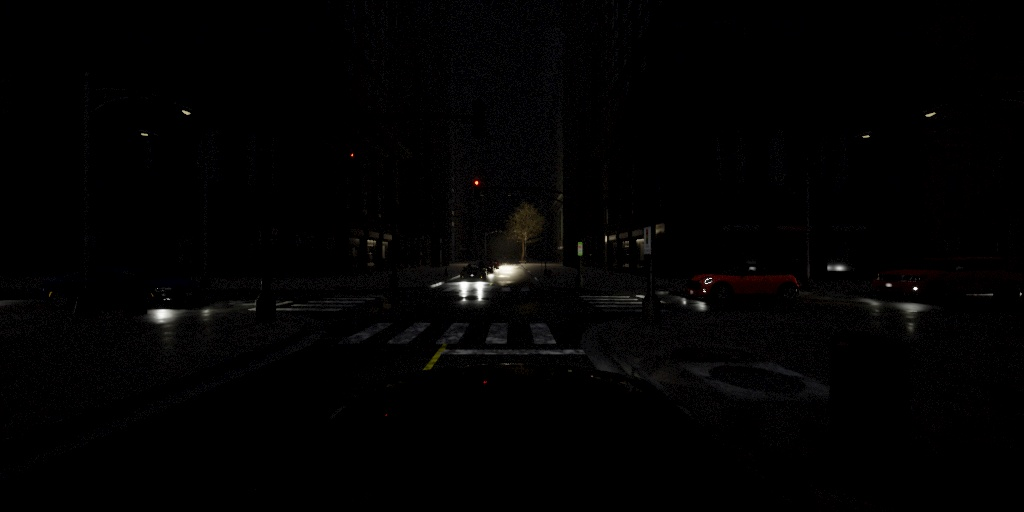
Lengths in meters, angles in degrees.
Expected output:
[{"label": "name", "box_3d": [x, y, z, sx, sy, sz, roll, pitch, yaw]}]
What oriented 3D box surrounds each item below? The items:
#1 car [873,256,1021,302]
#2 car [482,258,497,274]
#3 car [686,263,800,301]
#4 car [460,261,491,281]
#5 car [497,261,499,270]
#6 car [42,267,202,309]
[{"label": "car", "box_3d": [20.690, 1.038, 17.034, 5.566, 2.045, 2.150, 0, 0, 1]}, {"label": "car", "box_3d": [-3.072, 1.234, 41.320, 1.882, 1.535, 5.008, 0, 0, 0]}, {"label": "car", "box_3d": [10.789, 1.138, 17.048, 4.553, 1.767, 2.097, 0, 0, 0]}, {"label": "car", "box_3d": [-3.082, 1.314, 29.648, 1.994, 1.385, 4.181, 0, 0, 0]}, {"label": "car", "box_3d": [-3.040, 1.124, 54.133, 2.097, 1.767, 4.553, 0, 0, 0]}, {"label": "car", "box_3d": [-14.903, 1.177, 13.863, 5.008, 1.535, 1.882, 0, 0, 2]}]
